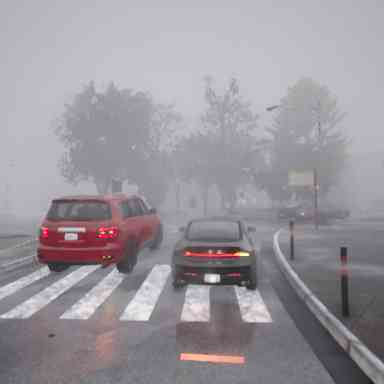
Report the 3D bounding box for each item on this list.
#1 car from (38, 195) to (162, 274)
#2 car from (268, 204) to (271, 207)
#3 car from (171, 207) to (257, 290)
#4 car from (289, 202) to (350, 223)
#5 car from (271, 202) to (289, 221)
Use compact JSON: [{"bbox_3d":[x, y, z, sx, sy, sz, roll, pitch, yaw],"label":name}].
[{"bbox_3d":[-2.449,1.095,10.290,2.150,2.045,5.566,-1,0,7],"label":"car"},{"bbox_3d":[19.186,2.853,73.163,4.902,1.511,2.128,-2,-4,37],"label":"car"},{"bbox_3d":[0.638,1.368,8.771,1.837,1.490,4.892,0,1,6],"label":"car"},{"bbox_3d":[9.638,1.499,24.510,4.181,1.385,1.994,-1,-3,-28],"label":"car"},{"bbox_3d":[9.470,1.595,28.018,5.008,1.535,1.882,-2,-3,-27],"label":"car"}]
